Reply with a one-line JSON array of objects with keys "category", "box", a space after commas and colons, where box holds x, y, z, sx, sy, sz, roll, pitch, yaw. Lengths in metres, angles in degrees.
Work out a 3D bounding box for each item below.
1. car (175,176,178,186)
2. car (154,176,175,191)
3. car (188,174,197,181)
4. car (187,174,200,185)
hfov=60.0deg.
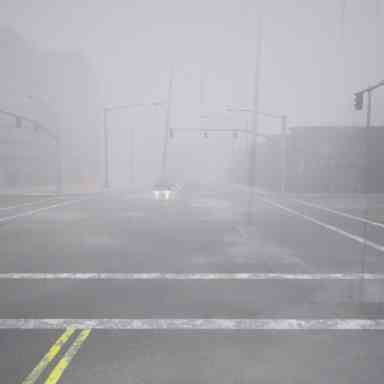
[{"category": "car", "box": [-3.522, -1.669, 51.296, 1.837, 1.490, 4.892, 0, 4, 0]}, {"category": "car", "box": [-3.540, -0.945, 41.390, 1.994, 1.385, 4.181, 0, 4, 0]}, {"category": "car", "box": [0.108, -3.320, 76.193, 2.128, 1.511, 4.902, 0, 4, 0]}, {"category": "car", "box": [0.190, -1.869, 54.588, 1.812, 1.442, 4.674, 0, 4, 0]}]
